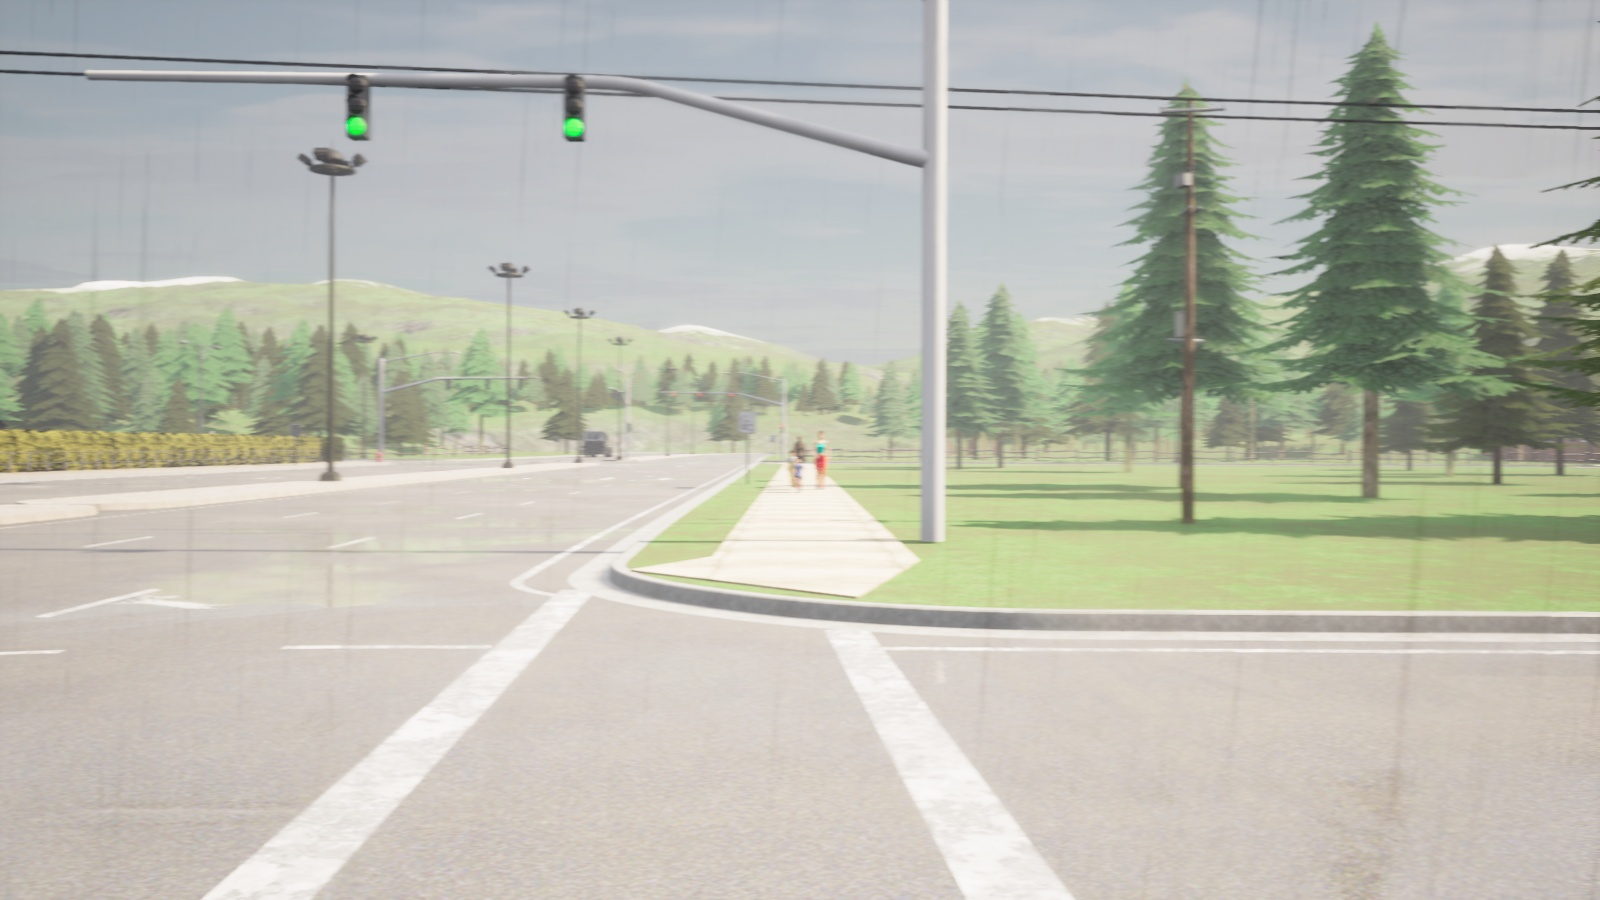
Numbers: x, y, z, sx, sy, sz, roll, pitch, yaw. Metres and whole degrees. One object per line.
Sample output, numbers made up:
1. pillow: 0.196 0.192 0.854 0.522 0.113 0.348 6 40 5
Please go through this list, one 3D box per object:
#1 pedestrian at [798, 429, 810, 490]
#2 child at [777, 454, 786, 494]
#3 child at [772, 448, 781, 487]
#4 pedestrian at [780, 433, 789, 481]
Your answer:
1. pedestrian: 0.120 0.287 37.777 0.345 1.836 0.594 0 0 -1
2. child: -0.514 0.672 35.492 0.255 1.110 0.394 0 0 0
3. child: -0.758 0.560 40.324 0.270 1.263 0.437 0 0 -1
4. pedestrian: -0.601 0.261 48.023 0.331 1.846 0.634 0 0 -1
